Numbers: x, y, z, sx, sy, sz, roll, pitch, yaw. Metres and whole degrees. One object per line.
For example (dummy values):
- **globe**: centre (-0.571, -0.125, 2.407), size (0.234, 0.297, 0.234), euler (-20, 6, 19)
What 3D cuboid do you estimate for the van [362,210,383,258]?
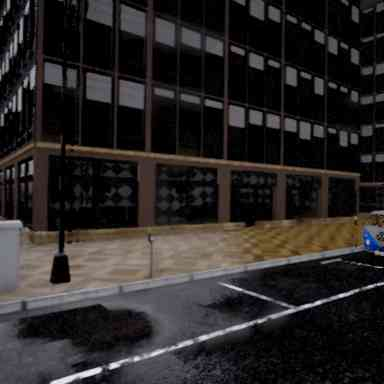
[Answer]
- **van**: centre (7.941, 1.546, 12.301), size (3.998, 1.788, 1.690), euler (1, 0, -36)
